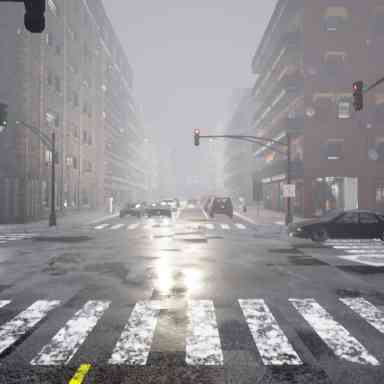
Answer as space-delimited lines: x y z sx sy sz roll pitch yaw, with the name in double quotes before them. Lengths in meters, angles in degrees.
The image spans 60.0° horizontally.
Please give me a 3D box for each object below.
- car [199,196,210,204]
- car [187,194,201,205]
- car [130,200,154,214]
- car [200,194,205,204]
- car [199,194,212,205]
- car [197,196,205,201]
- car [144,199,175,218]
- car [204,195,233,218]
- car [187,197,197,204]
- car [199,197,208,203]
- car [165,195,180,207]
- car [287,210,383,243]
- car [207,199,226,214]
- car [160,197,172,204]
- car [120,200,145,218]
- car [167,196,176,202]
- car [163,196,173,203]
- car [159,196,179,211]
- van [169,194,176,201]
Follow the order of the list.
"car" 2.543 1.556 69.142 1.967 1.590 4.097 1 0 0
"car" 0.070 1.565 60.181 2.128 1.511 4.902 0 0 0
"car" -5.317 1.580 35.731 1.947 1.339 4.313 1 0 0
"car" 2.563 1.336 41.344 2.192 1.841 5.009 1 0 0
"car" 2.548 1.402 63.578 2.192 1.841 5.009 1 0 0
"car" 2.530 1.813 91.393 1.947 1.339 4.313 1 0 0
"car" -2.858 1.575 30.404 1.994 1.385 4.181 0 0 0
"car" 2.570 1.326 30.220 2.192 1.841 5.009 1 0 0
"car" 0.027 1.685 70.415 1.994 1.385 4.181 0 0 0
"car" 2.538 1.728 74.702 1.802 1.307 4.206 1 0 0
"car" -2.784 1.565 50.495 1.812 1.442 4.674 0 0 0
"car" 7.248 1.562 15.371 5.357 1.411 2.033 0 -1 0
"car" 2.563 1.540 35.949 1.752 1.417 4.829 1 0 0
"car" -5.338 1.667 69.102 2.008 1.369 4.403 1 0 0
"car" -5.314 1.577 30.169 1.947 1.339 4.313 1 0 0
"car" -5.348 1.764 85.793 2.008 1.369 4.403 1 0 0
"car" -5.341 1.671 74.494 1.752 1.417 4.829 1 0 0
"car" -2.847 1.545 40.294 1.812 1.442 4.674 0 0 0
"van" -5.347 1.588 91.358 1.690 1.788 3.998 1 0 0
